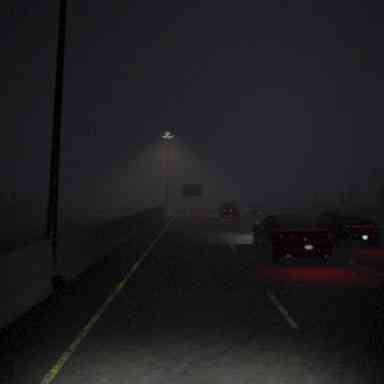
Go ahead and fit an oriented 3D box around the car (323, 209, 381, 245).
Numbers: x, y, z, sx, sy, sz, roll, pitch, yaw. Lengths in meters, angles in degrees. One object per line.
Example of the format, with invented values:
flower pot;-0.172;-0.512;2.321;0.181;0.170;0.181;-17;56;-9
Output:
car;7.098;1.607;16.064;1.837;1.490;4.892;0;0;0

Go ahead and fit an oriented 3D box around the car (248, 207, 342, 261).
car;3.598;1.559;12.726;1.882;1.535;5.008;0;0;0

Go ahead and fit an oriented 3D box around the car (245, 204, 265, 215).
car;7.095;1.984;37.077;1.895;1.301;4.718;0;-2;0

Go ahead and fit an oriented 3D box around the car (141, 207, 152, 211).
car;-7.074;3.147;53.885;1.994;1.385;4.181;0;-6;0

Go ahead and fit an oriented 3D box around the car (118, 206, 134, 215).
car;-10.577;3.031;53.343;1.837;1.490;4.892;0;-6;0

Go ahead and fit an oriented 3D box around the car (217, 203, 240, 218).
car;3.596;1.801;32.976;2.033;1.411;5.357;0;-1;0

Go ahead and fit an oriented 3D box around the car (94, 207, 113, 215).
car;-14.071;3.075;53.338;2.033;1.411;5.357;0;-6;1

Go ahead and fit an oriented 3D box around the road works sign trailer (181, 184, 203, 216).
road works sign trailer;0.091;0.891;38.177;2.380;3.560;2.880;0;-2;3
